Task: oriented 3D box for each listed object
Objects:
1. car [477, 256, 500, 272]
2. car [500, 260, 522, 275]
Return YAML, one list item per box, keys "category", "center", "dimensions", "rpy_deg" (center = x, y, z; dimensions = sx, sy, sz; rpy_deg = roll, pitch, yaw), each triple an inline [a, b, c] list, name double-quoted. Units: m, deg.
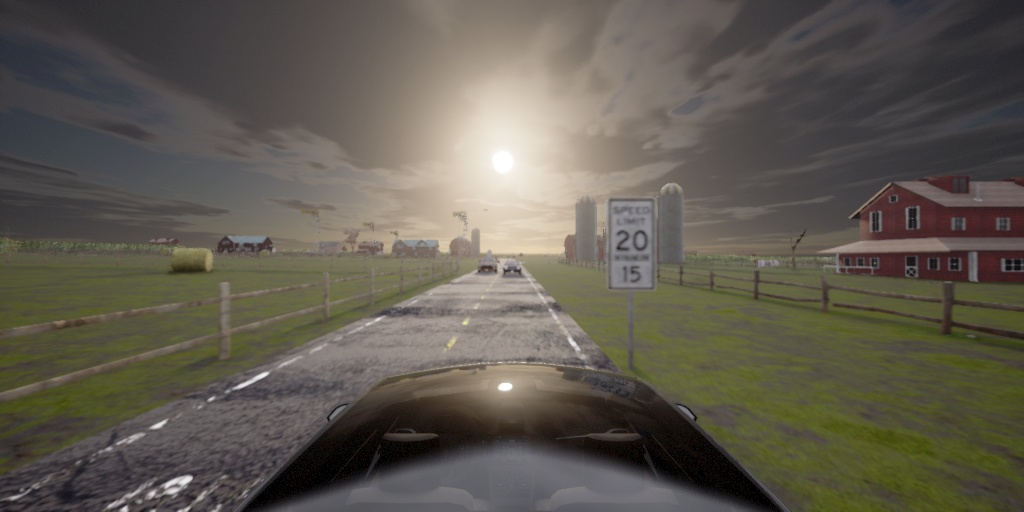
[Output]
- category: "car"
  center: [-2.730, 0.923, 40.890]
  dimensions: [2.097, 1.767, 4.553]
  rpy_deg: [0, 0, 0]
- category: "car"
  center: [0.021, 1.192, 36.537]
  dimensions: [1.895, 1.301, 4.718]
  rpy_deg: [0, 0, 0]
